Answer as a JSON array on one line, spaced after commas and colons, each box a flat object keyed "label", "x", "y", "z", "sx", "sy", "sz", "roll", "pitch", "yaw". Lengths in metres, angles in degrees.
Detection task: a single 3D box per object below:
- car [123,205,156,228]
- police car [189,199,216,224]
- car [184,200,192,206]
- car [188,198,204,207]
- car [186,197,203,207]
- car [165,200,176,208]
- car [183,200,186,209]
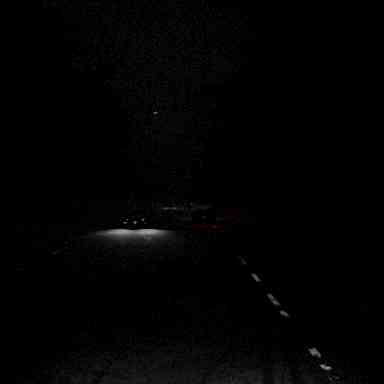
[{"label": "car", "x": -3.698, "y": 1.729, "z": 23.901, "sx": 1.837, "sy": 1.490, "sz": 4.892, "roll": 0, "pitch": -1, "yaw": 0}, {"label": "police car", "x": 0.921, "y": 1.699, "z": 27.900, "sx": 1.930, "sy": 1.638, "sz": 5.238, "roll": 0, "pitch": -1, "yaw": -1}, {"label": "car", "x": -1.025, "y": 2.506, "z": 78.735, "sx": 1.812, "sy": 1.442, "sz": 4.674, "roll": 0, "pitch": -1, "yaw": -2}, {"label": "car", "x": 0.794, "y": 1.857, "z": 37.993, "sx": 1.801, "sy": 1.575, "sz": 5.366, "roll": -1, "pitch": 0, "yaw": -1}, {"label": "car", "x": 0.703, "y": 1.709, "z": 43.848, "sx": 2.150, "sy": 2.045, "sz": 5.566, "roll": -1, "pitch": -1, "yaw": -1}, {"label": "car", "x": -4.251, "y": 2.371, "z": 66.546, "sx": 1.882, "sy": 1.535, "sz": 5.008, "roll": 0, "pitch": -1, "yaw": -1}, {"label": "car", "x": -0.619, "y": 2.296, "z": 61.230, "sx": 2.128, "sy": 1.511, "sz": 4.902, "roll": 0, "pitch": -1, "yaw": -1}]
